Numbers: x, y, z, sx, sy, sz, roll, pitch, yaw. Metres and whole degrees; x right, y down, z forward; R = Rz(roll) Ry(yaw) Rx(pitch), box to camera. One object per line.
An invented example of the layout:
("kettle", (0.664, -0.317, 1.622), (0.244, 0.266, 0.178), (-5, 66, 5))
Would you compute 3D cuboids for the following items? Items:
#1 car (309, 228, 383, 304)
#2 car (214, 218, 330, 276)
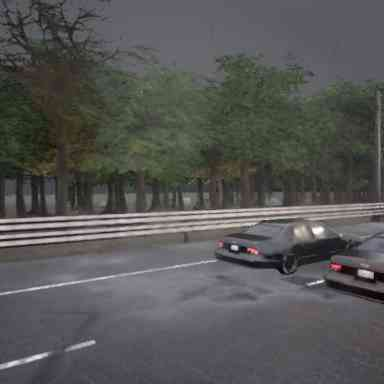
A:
("car", (5.221, 1.536, 7.517), (5.357, 1.411, 2.033), (0, 0, -35))
("car", (3.199, 1.536, 10.373), (5.357, 1.411, 2.033), (0, 0, -35))
